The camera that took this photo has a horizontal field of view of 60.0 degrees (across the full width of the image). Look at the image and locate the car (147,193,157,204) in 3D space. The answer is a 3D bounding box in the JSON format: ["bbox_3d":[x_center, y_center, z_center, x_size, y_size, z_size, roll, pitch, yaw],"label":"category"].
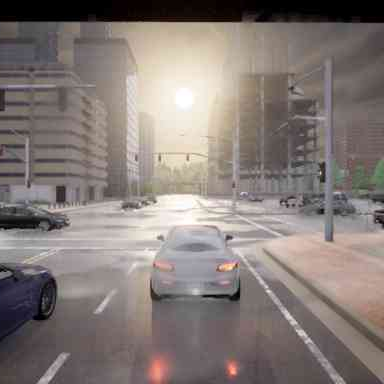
[{"bbox_3d":[-8.183,1.219,65.841,2.150,2.045,5.566,0,0,-1],"label":"car"}]

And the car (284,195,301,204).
[{"bbox_3d":[18.599,1.393,61.700,1.970,1.475,3.806,0,0,0],"label":"car"}]

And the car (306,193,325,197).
[{"bbox_3d":[15.972,1.154,44.221,1.905,1.878,3.866,0,0,0],"label":"car"}]

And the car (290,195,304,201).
[{"bbox_3d":[24.299,1.392,76.827,1.970,1.475,3.806,0,0,0],"label":"car"}]

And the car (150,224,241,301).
[{"bbox_3d":[0.073,1.525,8.220,1.812,1.442,4.674,0,0,0],"label":"car"}]

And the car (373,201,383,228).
[{"bbox_3d":[13.194,1.491,19.319,4.902,1.511,2.128,0,0,1],"label":"car"}]

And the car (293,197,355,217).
[{"bbox_3d":[12.107,1.490,30.027,4.902,1.511,2.128,0,0,0],"label":"car"}]

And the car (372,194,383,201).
[{"bbox_3d":[35.496,1.151,61.866,1.932,1.855,4.605,0,0,0],"label":"car"}]

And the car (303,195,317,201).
[{"bbox_3d":[27.194,1.361,76.840,1.784,1.438,3.905,0,0,0],"label":"car"}]

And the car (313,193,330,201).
[{"bbox_3d":[29.877,1.150,76.902,1.932,1.855,4.605,0,0,0],"label":"car"}]

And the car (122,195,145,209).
[{"bbox_3d":[-8.074,1.350,44.810,2.097,1.767,4.553,0,0,0],"label":"car"}]

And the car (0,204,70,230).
[{"bbox_3d":[-9.602,1.503,19.181,4.892,1.490,1.837,0,0,-1],"label":"car"}]

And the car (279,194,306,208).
[{"bbox_3d":[13.077,1.151,44.262,1.932,1.855,4.605,0,0,0],"label":"car"}]

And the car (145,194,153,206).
[{"bbox_3d":[-8.148,1.475,55.261,1.882,1.535,5.008,0,0,0],"label":"car"}]

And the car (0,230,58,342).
[{"bbox_3d":[-3.441,1.526,4.346,1.812,1.442,4.674,0,0,0],"label":"car"}]
